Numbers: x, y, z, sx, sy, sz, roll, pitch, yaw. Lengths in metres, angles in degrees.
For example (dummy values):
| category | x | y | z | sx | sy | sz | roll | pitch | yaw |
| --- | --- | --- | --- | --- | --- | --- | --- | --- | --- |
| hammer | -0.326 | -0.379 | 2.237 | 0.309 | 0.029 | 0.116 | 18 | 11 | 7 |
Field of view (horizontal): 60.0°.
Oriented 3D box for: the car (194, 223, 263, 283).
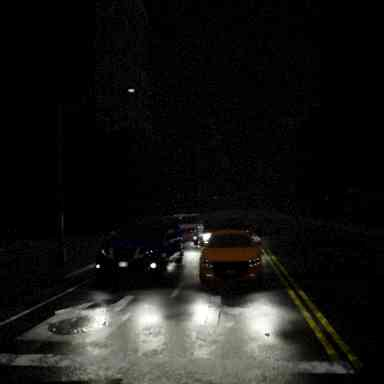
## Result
| category | x | y | z | sx | sy | sz | roll | pitch | yaw |
| --- | --- | --- | --- | --- | --- | --- | --- | --- | --- |
| car | 1.398 | 2.108 | 11.864 | 1.882 | 1.535 | 5.008 | -2 | -3 | 7 |

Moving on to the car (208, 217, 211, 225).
| category | x | y | z | sx | sy | sz | roll | pitch | yaw |
| --- | --- | --- | --- | --- | --- | --- | --- | --- | --- |
| car | 1.250 | 3.450 | 35.732 | 2.128 | 1.511 | 4.902 | -2 | -3 | 8 |

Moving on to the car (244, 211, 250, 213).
| category | x | y | z | sx | sy | sz | roll | pitch | yaw |
| --- | --- | --- | --- | --- | --- | --- | --- | --- | --- |
| car | 15.054 | 5.918 | 90.942 | 2.033 | 1.411 | 5.357 | -2 | -3 | 7 |

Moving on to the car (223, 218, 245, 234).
| category | x | y | z | sx | sy | sz | roll | pitch | yaw |
| --- | --- | --- | --- | --- | --- | --- | --- | --- | --- |
| car | 4.145 | 3.300 | 32.868 | 1.895 | 1.301 | 4.718 | -2 | -3 | 7 |

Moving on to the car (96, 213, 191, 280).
| category | x | y | z | sx | sy | sz | roll | pitch | yaw |
| --- | --- | --- | --- | --- | --- | --- | --- | --- | --- |
| car | -1.708 | 2.024 | 13.055 | 2.150 | 2.045 | 5.566 | -2 | -3 | 9 |

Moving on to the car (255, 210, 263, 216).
| category | x | y | z | sx | sy | sz | roll | pitch | yaw |
| --- | --- | --- | --- | --- | --- | --- | --- | --- | --- |
| car | 18.272 | 5.722 | 90.534 | 1.882 | 1.535 | 5.008 | -2 | -3 | 7 |

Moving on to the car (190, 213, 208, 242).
| category | x | y | z | sx | sy | sz | roll | pitch | yaw |
| --- | --- | --- | --- | --- | --- | --- | --- | --- | --- |
| car | -0.416 | 2.536 | 23.168 | 2.150 | 2.045 | 5.566 | -2 | -3 | 7 |

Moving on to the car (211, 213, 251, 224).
| category | x | y | z | sx | sy | sz | roll | pitch | yaw |
| --- | --- | --- | --- | --- | --- | --- | --- | --- | --- |
| car | 2.564 | 2.439 | 20.848 | 2.097 | 1.767 | 4.553 | -2 | -3 | 7 |
